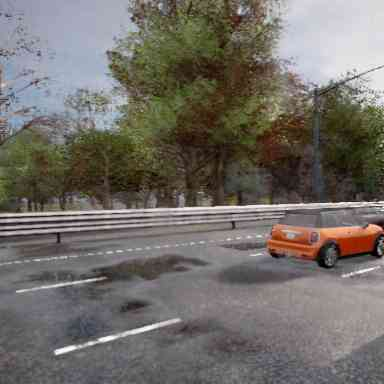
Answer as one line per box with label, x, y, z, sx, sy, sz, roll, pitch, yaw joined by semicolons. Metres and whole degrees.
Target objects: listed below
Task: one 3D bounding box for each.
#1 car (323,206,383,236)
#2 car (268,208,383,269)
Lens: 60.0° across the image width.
car;9.735;1.598;19.290;4.181;1.385;1.994;0;0;-36
car;4.757;1.370;11.440;4.553;1.767;2.097;0;0;-36
